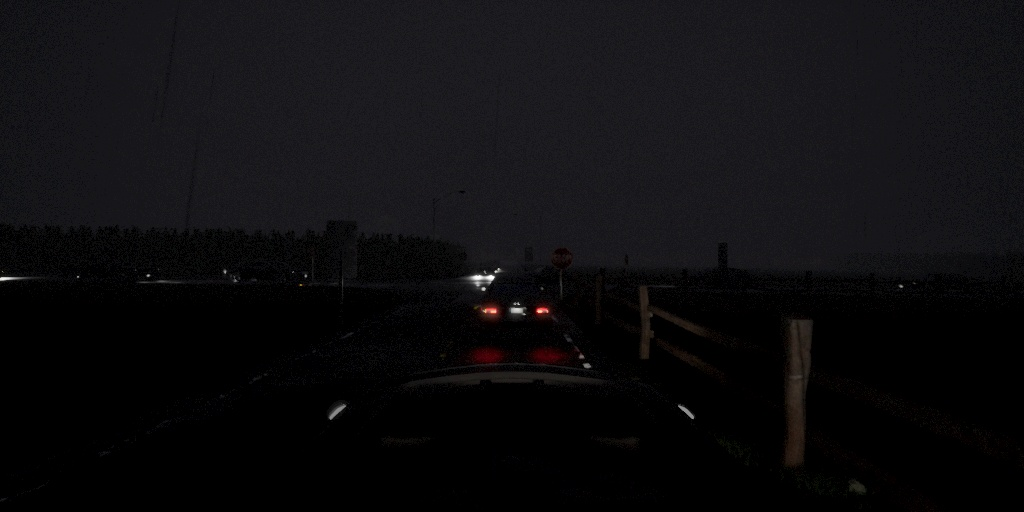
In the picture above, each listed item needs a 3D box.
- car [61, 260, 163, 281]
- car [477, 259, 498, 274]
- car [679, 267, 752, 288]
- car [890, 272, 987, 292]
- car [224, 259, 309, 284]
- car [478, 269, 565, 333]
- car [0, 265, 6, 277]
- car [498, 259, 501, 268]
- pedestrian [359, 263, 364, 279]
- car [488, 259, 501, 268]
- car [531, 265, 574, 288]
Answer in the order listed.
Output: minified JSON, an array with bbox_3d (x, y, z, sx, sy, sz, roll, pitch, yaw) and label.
[{"bbox_3d":[-25.606,0.909,23.080,4.718,1.301,1.895,1,-1,0],"label":"car"},{"bbox_3d":[-2.919,1.353,40.514,1.895,1.301,4.718,0,0,0],"label":"car"},{"bbox_3d":[14.802,1.559,26.223,4.892,1.490,1.837,1,-1,0],"label":"car"},{"bbox_3d":[31.207,1.898,26.300,5.357,1.411,2.033,1,-1,0],"label":"car"},{"bbox_3d":[-15.697,0.976,23.090,4.902,1.511,2.128,1,-1,1],"label":"car"},{"bbox_3d":[0.048,1.298,10.723,2.033,1.411,5.357,0,0,-1],"label":"car"},{"bbox_3d":[-35.627,0.696,23.039,4.181,1.385,1.994,1,-1,0],"label":"car"},{"bbox_3d":[-2.936,1.300,50.950,2.033,1.411,5.357,0,0,0],"label":"car"},{"bbox_3d":[-12.223,1.167,29.119,0.375,1.300,0.375,0,-2,0],"label":"pedestrian"},{"bbox_3d":[-2.941,1.244,61.205,2.128,1.511,4.902,0,0,0],"label":"car"},{"bbox_3d":[2.071,1.331,23.542,4.674,1.442,1.812,1,-1,-32],"label":"car"}]
